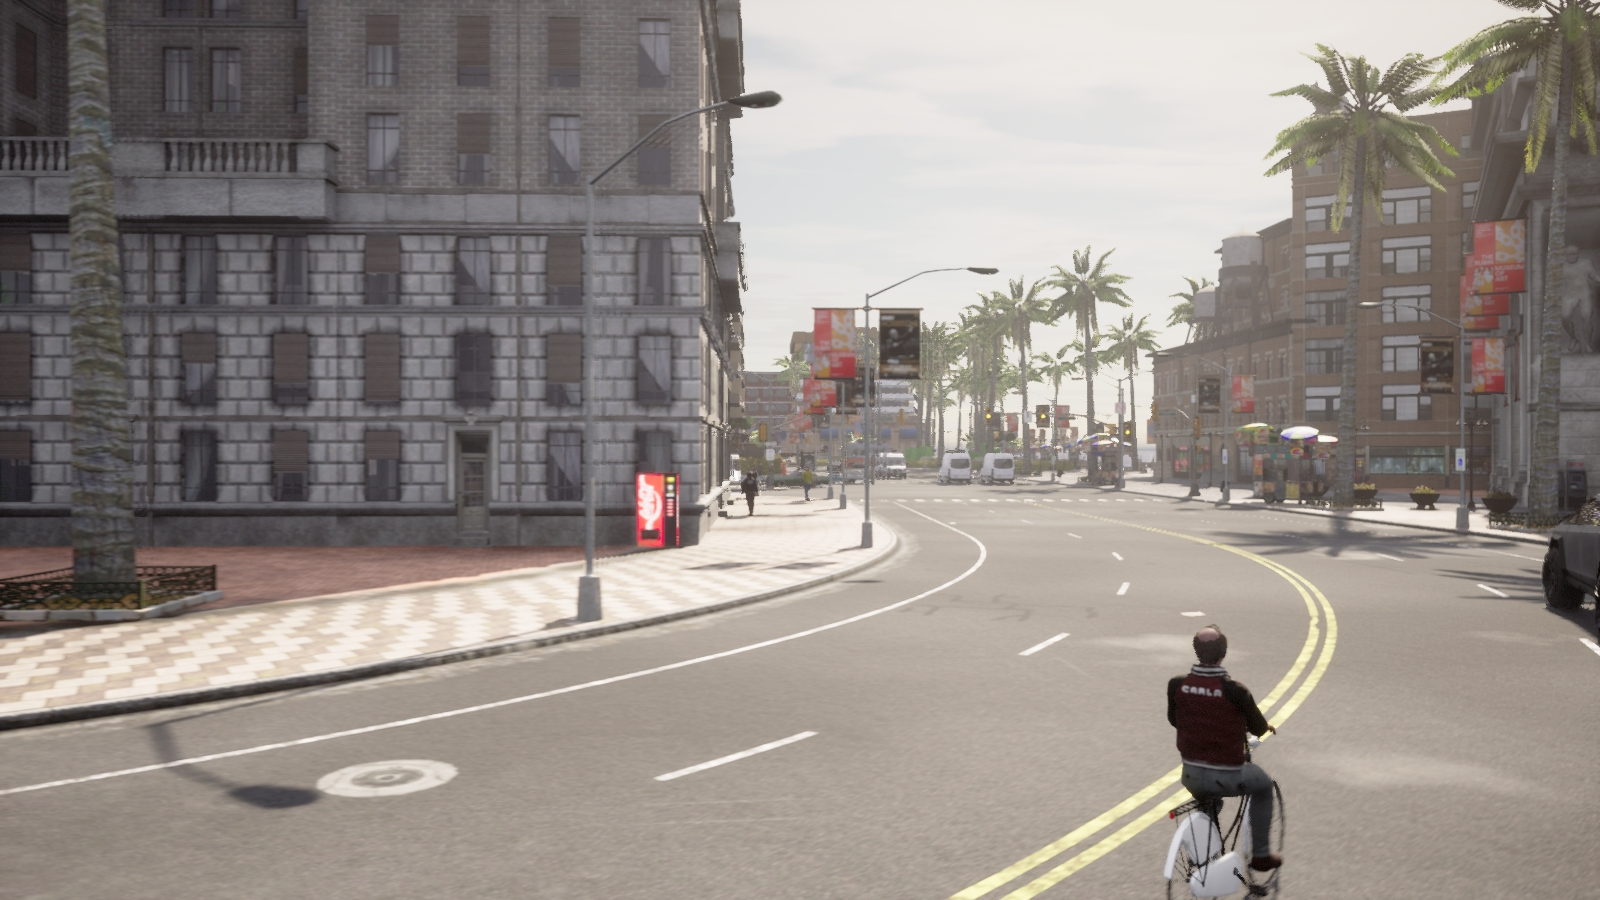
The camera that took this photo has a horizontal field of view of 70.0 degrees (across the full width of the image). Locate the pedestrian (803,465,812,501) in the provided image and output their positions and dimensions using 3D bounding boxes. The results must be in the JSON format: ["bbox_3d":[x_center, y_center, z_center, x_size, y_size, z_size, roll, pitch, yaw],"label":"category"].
[{"bbox_3d":[0.405,1.709,59.167,0.375,1.860,0.375,0,0,-15],"label":"pedestrian"}]

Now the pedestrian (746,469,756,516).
[{"bbox_3d":[-1.960,1.706,45.600,0.375,1.860,0.375,0,0,-1],"label":"pedestrian"}]

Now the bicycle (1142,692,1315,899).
[{"bbox_3d":[2.624,2.211,6.882,0.329,1.171,1.835,-1,-1,41],"label":"bicycle"}]

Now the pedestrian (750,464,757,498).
[{"bbox_3d":[-2.556,1.712,63.071,0.375,1.860,0.375,0,0,-7],"label":"pedestrian"}]

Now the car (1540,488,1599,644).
[{"bbox_3d":[13.447,1.755,17.768,2.390,2.098,6.274,0,0,25],"label":"car"}]
